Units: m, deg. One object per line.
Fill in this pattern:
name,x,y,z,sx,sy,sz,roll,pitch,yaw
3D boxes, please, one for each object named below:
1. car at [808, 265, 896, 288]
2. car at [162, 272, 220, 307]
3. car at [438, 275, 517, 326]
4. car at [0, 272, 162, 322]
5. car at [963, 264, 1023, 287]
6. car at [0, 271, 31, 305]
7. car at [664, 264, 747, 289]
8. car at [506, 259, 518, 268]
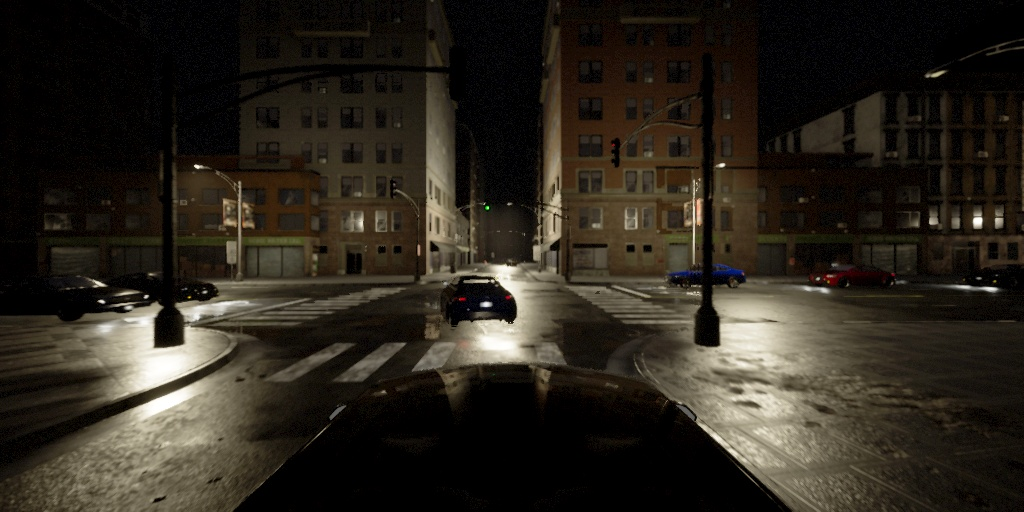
car,20.879,1.223,22.136,4.181,1.385,1.994,0,0,0
car,-15.060,1.364,15.248,4.181,1.385,1.994,0,0,0
car,-1.264,1.309,11.798,1.994,1.385,4.181,0,0,-16
car,-15.472,1.350,11.997,5.357,1.411,2.033,0,0,0
car,30.858,1.191,22.187,4.181,1.385,1.994,0,0,0
car,-23.841,1.398,15.199,4.181,1.385,1.994,0,0,-1
car,11.840,1.216,22.092,4.674,1.442,1.812,0,0,0
car,-0.039,1.286,64.785,2.128,1.511,4.902,0,0,0
